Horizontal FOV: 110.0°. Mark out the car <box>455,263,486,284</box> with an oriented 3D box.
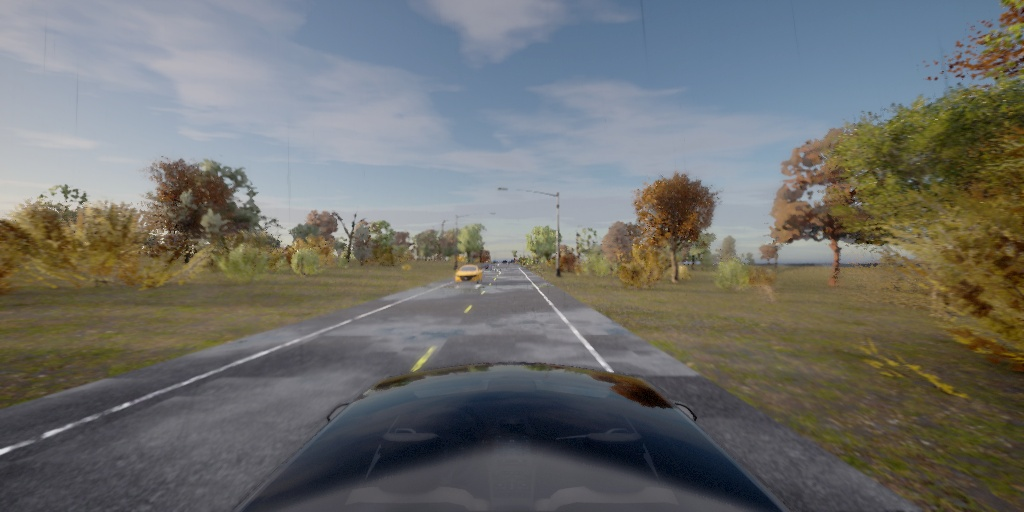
[{"bbox_3d":[-3.609,1.532,30.624,1.882,1.535,5.008,0,-1,0],"label":"car"}]
